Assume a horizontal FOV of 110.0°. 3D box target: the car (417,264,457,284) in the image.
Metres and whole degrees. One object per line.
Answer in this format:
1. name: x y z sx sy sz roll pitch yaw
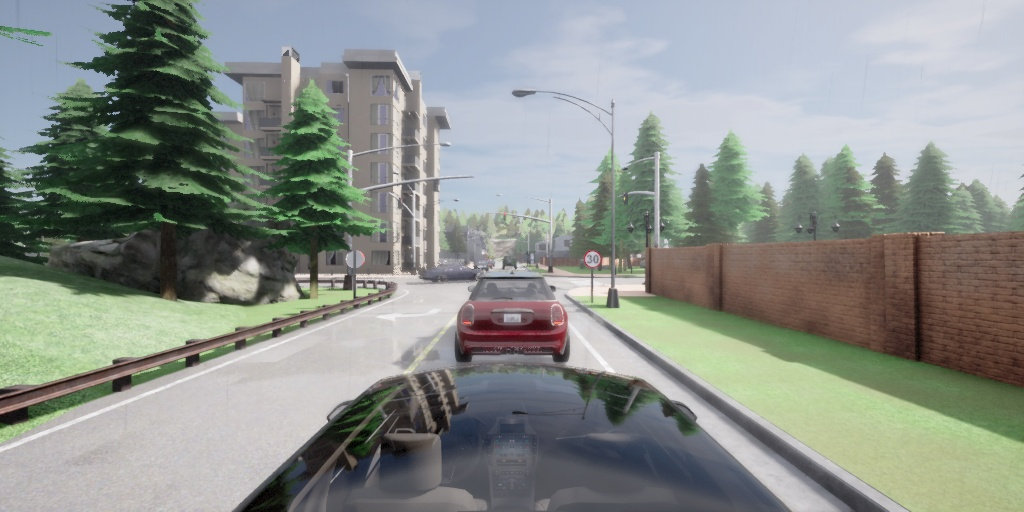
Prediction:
1. car: -4.324 1.297 27.047 5.357 1.411 2.033 0 0 -31

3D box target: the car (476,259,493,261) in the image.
1. car: -3.982 1.241 46.675 2.128 1.511 4.902 0 0 -1

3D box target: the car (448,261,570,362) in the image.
1. car: 0.005 1.102 8.354 2.097 1.767 4.553 0 0 0

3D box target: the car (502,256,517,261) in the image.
1. car: -0.377 0.971 57.722 2.150 2.045 5.566 0 0 -1
